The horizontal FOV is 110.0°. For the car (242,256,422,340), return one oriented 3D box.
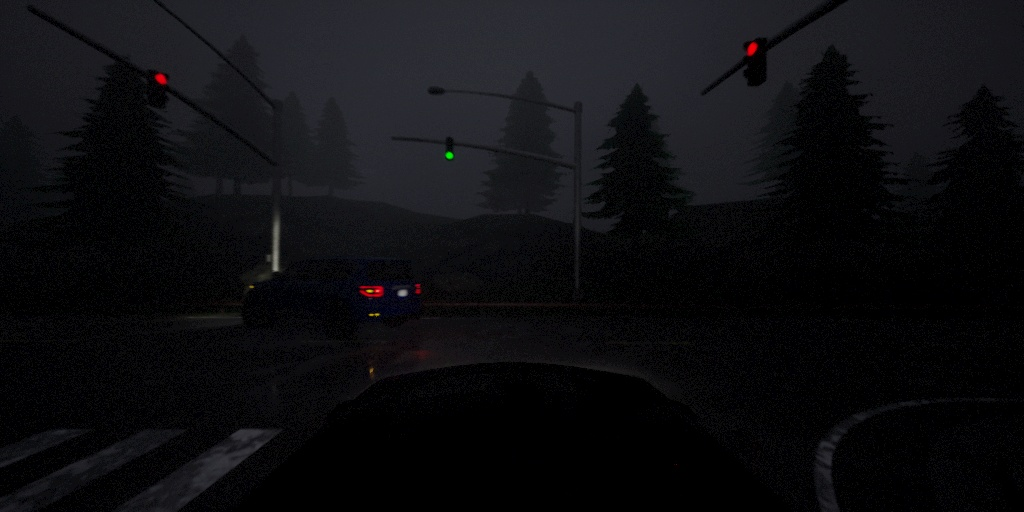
[{"bbox_3d":[-5.217,1.047,10.376,5.566,2.045,2.150,0,-3,26],"label":"car"}]
